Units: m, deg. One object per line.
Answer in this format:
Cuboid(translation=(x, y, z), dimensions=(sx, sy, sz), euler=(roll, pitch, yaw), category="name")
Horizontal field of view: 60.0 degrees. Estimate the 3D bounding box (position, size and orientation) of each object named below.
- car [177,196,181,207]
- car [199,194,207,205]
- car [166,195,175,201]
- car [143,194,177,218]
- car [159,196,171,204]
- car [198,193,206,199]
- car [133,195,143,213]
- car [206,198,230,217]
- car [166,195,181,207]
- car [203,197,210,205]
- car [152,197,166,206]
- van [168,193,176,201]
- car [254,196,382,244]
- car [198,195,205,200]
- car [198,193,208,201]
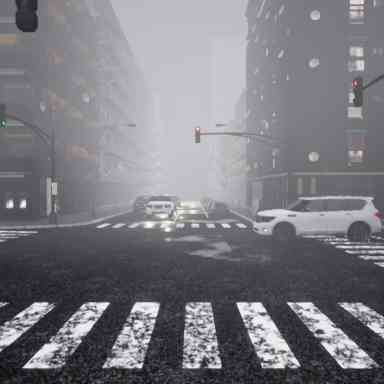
Cuboid(translation=(-2.785, 1.478, 40.332), dimensions=(2.128, 1.511, 4.902), euler=(0, 0, 0), category="car")
Cuboid(translation=(2.647, 1.523, 59.078), dimensions=(1.887, 1.381, 4.507), euler=(-1, 0, 0), category="car")
Cuboid(translation=(-5.199, 1.491, 81.120), dimensions=(1.752, 1.417, 4.829), euler=(-1, 0, 0), category="car")
Cuboid(translation=(-2.808, 1.212, 30.382), dimensions=(2.150, 2.045, 5.566), euler=(0, 0, 0), category="car")
Cuboid(translation=(-5.224, 1.557, 64.679), dimensions=(1.802, 1.307, 4.206), euler=(-1, 0, 0), category="car")
Cuboid(translation=(2.674, 1.551, 75.696), dimensions=(1.802, 1.307, 4.206), euler=(-1, 0, 0), category="car")
Cuboid(translation=(-5.271, 1.303, 36.993), dimensions=(2.192, 1.841, 5.009), euler=(-1, 0, 0), category="car")
Cuboid(translation=(2.604, 1.572, 31.382), dimensions=(1.802, 1.307, 4.206), euler=(-1, 0, 0), category="car")
Cuboid(translation=(-2.760, 1.334, 50.395), dimensions=(2.097, 1.767, 4.553), euler=(0, 0, 0), category="car")
Cuboid(translation=(2.612, 1.539, 36.921), dimensions=(2.008, 1.369, 4.403), euler=(-1, 0, 0), category="car")
Cuboid(translation=(-5.241, 1.563, 53.605), dimensions=(1.802, 1.307, 4.206), euler=(-1, 0, 0), category="car")
Cuboid(translation=(-5.192, 1.302, 86.828), dimensions=(1.690, 1.788, 3.998), euler=(-1, 0, 0), category="van")
Cuboid(translation=(5.708, 1.203, 15.407), dimensions=(5.566, 2.045, 2.150), euler=(0, 0, 0), category="car")
Cuboid(translation=(2.700, 1.539, 92.313), dimensions=(1.802, 1.307, 4.206), euler=(-1, 0, 0), category="car")
Cuboid(translation=(2.679, 1.280, 81.235), dimensions=(2.192, 1.841, 5.009), euler=(-1, 0, 0), category="car")
